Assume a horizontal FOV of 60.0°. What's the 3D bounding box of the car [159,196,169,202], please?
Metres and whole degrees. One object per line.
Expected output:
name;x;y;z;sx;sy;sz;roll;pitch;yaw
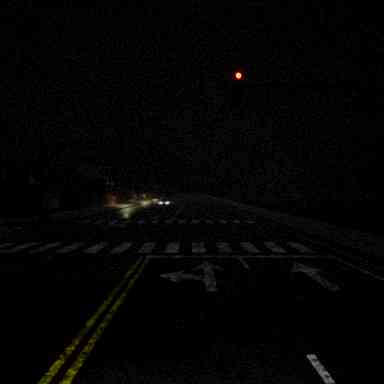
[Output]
car;-6.349;1.548;76.093;1.895;1.301;4.718;0;0;0
